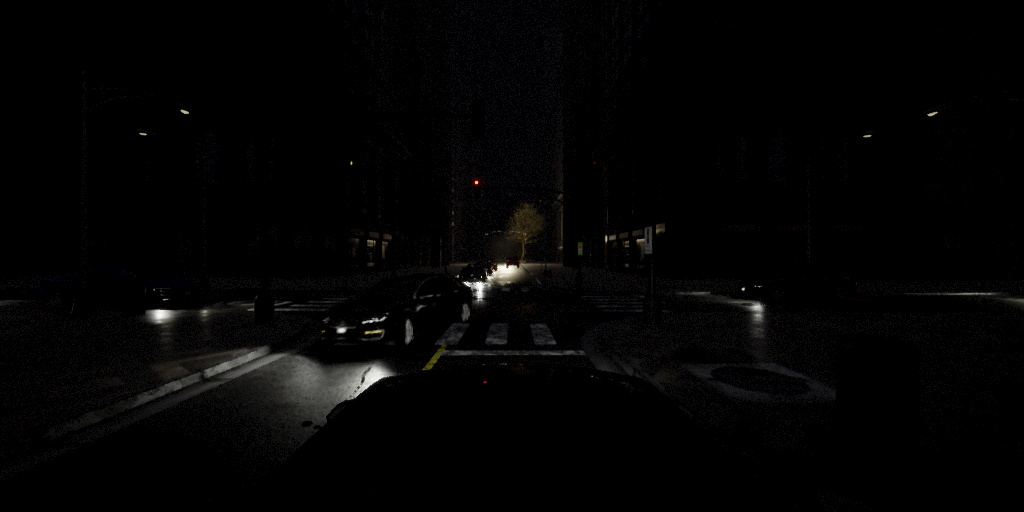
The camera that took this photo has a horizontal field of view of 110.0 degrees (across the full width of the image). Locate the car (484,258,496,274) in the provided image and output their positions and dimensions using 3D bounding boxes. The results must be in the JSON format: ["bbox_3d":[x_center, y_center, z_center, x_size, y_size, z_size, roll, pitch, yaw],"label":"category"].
[{"bbox_3d":[-3.077,1.232,38.654,1.882,1.535,5.008,0,0,0],"label":"car"}]

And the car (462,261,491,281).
[{"bbox_3d":[-3.082,1.314,29.584,1.994,1.385,4.181,0,0,0],"label":"car"}]

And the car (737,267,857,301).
[{"bbox_3d":[13.372,1.297,16.984,4.892,1.490,1.837,-1,0,0],"label":"car"}]

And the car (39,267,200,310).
[{"bbox_3d":[-14.903,1.177,13.799,5.008,1.535,1.882,0,0,2],"label":"car"}]

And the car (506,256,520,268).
[{"bbox_3d":[0.140,1.004,62.911,2.150,2.045,5.566,0,0,0],"label":"car"}]

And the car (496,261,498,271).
[{"bbox_3d":[-3.060,1.116,48.300,2.097,1.767,4.553,0,0,0],"label":"car"}]

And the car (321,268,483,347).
[{"bbox_3d":[-2.695,1.255,9.549,1.837,1.490,4.892,-3,-1,19],"label":"car"}]
